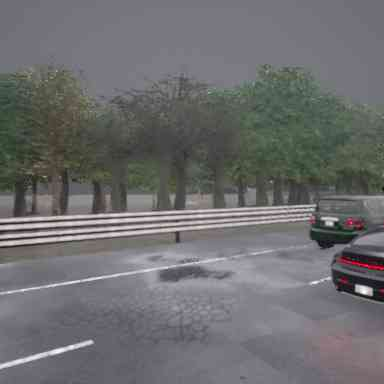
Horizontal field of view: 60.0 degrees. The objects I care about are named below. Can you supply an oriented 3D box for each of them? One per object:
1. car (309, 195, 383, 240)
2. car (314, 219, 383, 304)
[{"bbox_3d":[6.848,1.142,12.723,5.566,2.045,2.150,0,0,-34],"label":"car"},{"bbox_3d":[5.001,1.455,7.204,4.892,1.490,1.837,0,0,-35],"label":"car"}]
